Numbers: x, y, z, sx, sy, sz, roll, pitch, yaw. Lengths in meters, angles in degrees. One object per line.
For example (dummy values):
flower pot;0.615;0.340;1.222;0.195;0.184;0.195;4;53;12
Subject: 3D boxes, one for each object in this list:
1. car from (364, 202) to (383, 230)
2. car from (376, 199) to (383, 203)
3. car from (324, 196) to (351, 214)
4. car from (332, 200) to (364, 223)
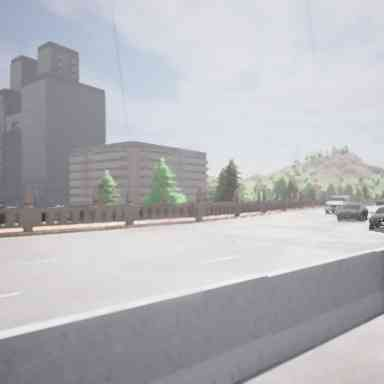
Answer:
car;12.745;1.639;21.297;1.837;1.490;4.892;0;0;40
car;40.787;2.159;71.356;2.033;1.411;5.357;0;-2;36
car;17.127;1.484;38.769;2.150;2.045;5.566;0;0;36
car;13.643;1.693;28.065;1.837;1.490;4.892;0;0;37
